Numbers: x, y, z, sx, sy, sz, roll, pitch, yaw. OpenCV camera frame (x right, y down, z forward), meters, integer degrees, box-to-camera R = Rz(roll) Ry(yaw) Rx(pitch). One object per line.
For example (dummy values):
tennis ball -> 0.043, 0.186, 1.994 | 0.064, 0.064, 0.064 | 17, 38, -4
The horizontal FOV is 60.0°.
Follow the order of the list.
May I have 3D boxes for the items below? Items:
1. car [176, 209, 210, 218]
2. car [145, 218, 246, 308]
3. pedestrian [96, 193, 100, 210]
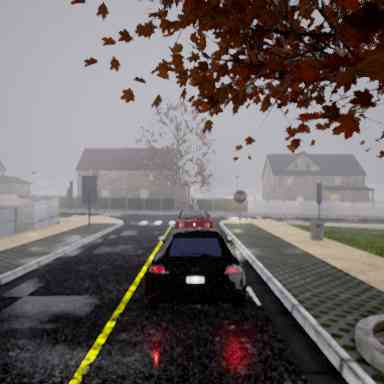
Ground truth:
car -> 0.062, 1.578, 17.950 | 1.895, 1.301, 4.718 | 0, 0, -1
car -> 0.091, 1.553, 8.003 | 1.994, 1.385, 4.181 | 0, 0, 1
pedestrian -> -9.708, 0.974, 34.148 | 0.375, 1.860, 0.375 | 0, -1, 0
